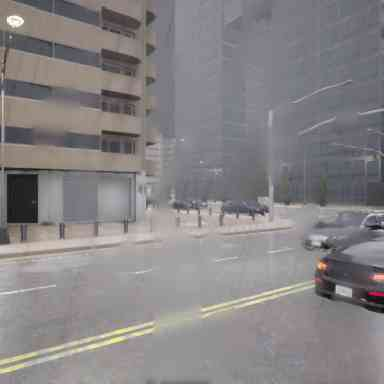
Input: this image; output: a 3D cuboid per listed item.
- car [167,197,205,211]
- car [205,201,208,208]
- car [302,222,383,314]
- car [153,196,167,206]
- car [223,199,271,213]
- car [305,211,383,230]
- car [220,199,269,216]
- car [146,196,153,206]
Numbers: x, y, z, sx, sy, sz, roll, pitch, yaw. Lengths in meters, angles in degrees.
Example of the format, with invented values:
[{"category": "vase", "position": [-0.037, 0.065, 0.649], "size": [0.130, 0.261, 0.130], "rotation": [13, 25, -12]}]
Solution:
[{"category": "car", "position": [-0.783, 1.508, 40.369], "size": [1.994, 1.385, 4.181], "rotation": [0, 0, -35]}, {"category": "car", "position": [0.203, 1.436, 45.045], "size": [2.128, 1.511, 4.902], "rotation": [0, 0, -35]}, {"category": "car", "position": [4.474, 1.526, 7.004], "size": [4.674, 1.442, 1.812], "rotation": [0, 0, -35]}, {"category": "car", "position": [-5.688, 1.448, 53.461], "size": [1.837, 1.490, 4.892], "rotation": [0, 0, -35]}, {"category": "car", "position": [6.021, 1.492, 36.822], "size": [2.033, 1.411, 5.357], "rotation": [0, 0, -36]}, {"category": "car", "position": [6.219, 1.492, 12.755], "size": [4.902, 1.511, 2.128], "rotation": [0, 0, -36]}, {"category": "car", "position": [5.036, 1.492, 32.219], "size": [2.033, 1.411, 5.357], "rotation": [0, 0, -36]}, {"category": "car", "position": [-8.369, 1.422, 51.184], "size": [1.882, 1.535, 5.008], "rotation": [0, 0, -35]}]
